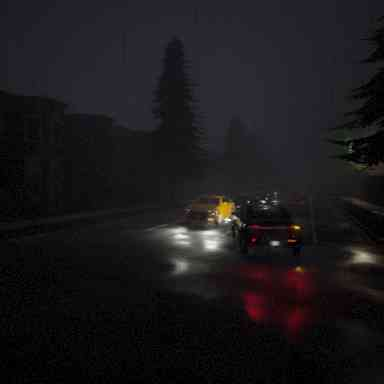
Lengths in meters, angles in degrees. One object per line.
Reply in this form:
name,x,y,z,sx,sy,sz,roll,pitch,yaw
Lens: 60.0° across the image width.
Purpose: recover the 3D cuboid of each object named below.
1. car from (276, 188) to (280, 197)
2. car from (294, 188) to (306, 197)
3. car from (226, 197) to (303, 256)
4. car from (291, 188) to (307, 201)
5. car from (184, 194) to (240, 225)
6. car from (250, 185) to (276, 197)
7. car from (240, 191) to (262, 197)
car,11.438,0.134,47.767,2.097,1.767,4.553,2,2,20
car,19.456,0.066,59.610,1.882,1.535,5.008,2,2,20
car,2.506,1.164,11.813,2.128,1.511,4.902,0,2,3
car,14.952,0.408,46.736,1.812,1.442,4.674,2,1,19
car,1.134,0.908,19.095,1.882,1.535,5.008,2,2,20
car,7.999,0.221,38.217,2.150,2.045,5.566,2,2,20
car,4.490,0.819,28.475,1.895,1.301,4.718,2,2,20
